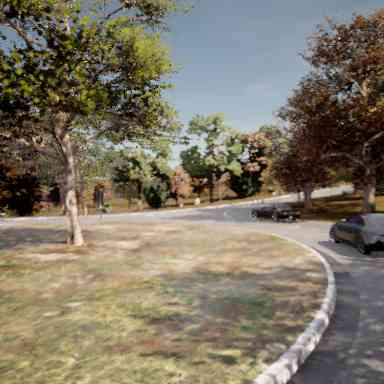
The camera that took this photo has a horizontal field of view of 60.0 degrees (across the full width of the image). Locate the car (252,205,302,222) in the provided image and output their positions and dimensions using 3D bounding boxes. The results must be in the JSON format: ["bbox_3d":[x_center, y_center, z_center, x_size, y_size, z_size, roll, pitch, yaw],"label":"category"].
[{"bbox_3d":[6.795,1.688,27.358,1.895,1.301,4.718,-1,0,-20],"label":"car"}]

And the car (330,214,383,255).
[{"bbox_3d":[7.093,1.548,13.300,1.994,1.385,4.181,-1,0,4],"label":"car"}]
